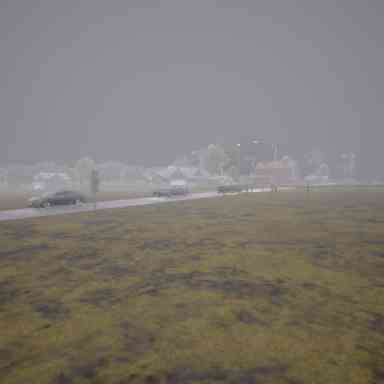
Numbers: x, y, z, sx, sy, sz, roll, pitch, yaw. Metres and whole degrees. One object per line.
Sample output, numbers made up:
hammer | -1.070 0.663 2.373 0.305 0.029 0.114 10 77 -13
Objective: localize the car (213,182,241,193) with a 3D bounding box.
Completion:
car | 5.521 -0.799 51.502 2.128 1.511 4.902 1 3 36

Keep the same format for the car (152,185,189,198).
car | -2.516 -0.102 40.549 2.033 1.411 5.357 1 3 36

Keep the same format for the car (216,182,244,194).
car | 5.570 -0.598 46.669 1.882 1.535 5.008 1 3 36

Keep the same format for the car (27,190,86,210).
car | -11.430 0.597 28.315 1.837 1.490 4.892 1 3 36
